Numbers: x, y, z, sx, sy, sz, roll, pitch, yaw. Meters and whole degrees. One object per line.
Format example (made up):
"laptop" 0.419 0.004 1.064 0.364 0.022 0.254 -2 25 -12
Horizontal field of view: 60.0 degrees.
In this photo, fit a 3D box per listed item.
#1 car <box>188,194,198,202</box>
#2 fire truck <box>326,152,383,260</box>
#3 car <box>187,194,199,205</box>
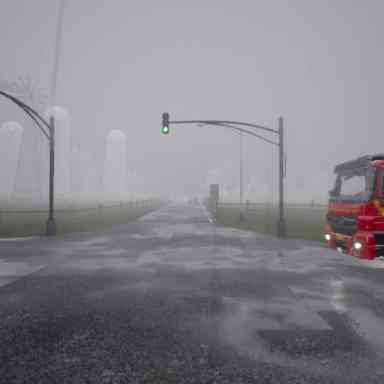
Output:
"car" 0.263 1.212 70.253 2.097 1.767 4.553 0 0 0
"fire truck" 9.118 0.516 10.979 8.468 3.827 2.891 1 -1 0
"car" 0.217 1.508 59.860 2.128 1.511 4.902 0 0 0
